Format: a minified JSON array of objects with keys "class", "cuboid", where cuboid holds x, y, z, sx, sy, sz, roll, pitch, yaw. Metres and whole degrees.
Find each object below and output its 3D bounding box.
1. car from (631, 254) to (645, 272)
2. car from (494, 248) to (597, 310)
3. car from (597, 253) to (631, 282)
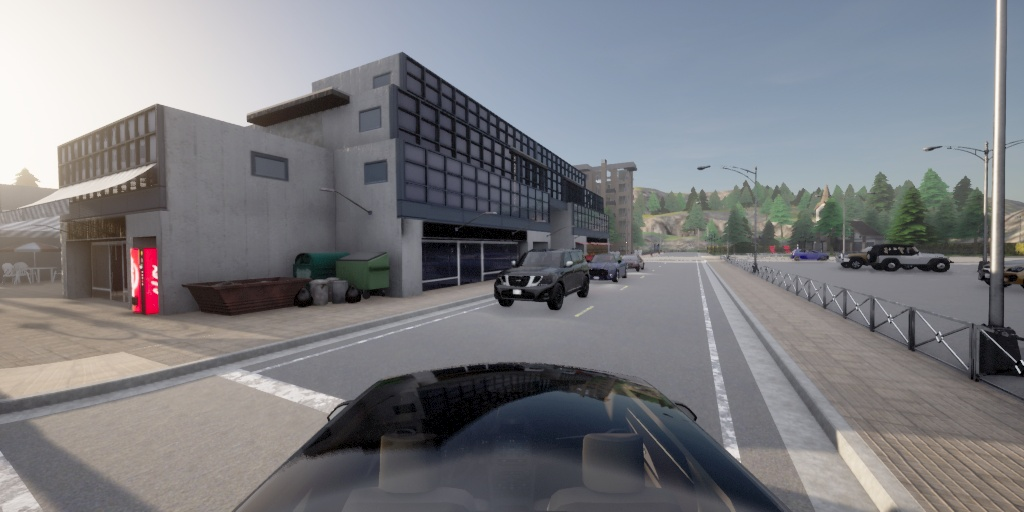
[{"class":"car","cuboid":[10.521,0.559,31.730,1.812,1.442,4.674,0,1,27]},{"class":"car","cuboid":[1.410,0.730,13.849,2.150,2.045,5.566,0,1,27]},{"class":"car","cuboid":[5.874,0.627,22.614,2.097,1.767,4.553,0,1,27]}]
